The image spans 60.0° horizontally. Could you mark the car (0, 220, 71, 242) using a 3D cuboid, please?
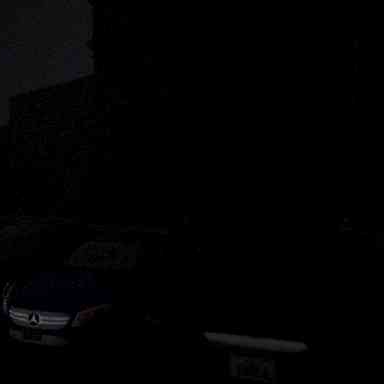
[{"bbox_3d":[-3.824,1.500,8.142,2.097,1.535,5.008,1,-1,15],"label":"car"}]

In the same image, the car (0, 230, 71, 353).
[{"bbox_3d":[-1.363,1.538,6.382,2.002,1.452,4.674,1,-1,16],"label":"car"}]

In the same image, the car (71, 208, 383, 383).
[{"bbox_3d":[1.095,1.239,4.661,2.435,2.045,5.566,0,-1,16],"label":"car"}]
